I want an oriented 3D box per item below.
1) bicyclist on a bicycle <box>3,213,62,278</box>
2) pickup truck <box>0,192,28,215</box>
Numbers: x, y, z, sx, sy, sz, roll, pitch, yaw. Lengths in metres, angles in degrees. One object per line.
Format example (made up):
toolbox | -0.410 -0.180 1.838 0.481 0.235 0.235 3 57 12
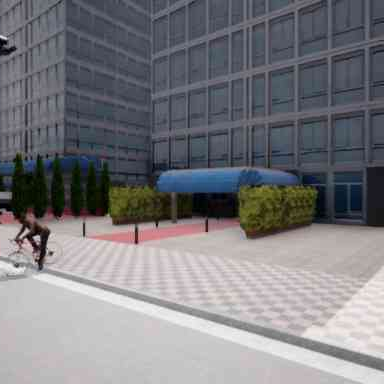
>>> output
bicyclist on a bicycle | -4.327 1.353 8.977 0.582 1.620 1.656 0 9 38
pickup truck | -15.316 1.027 27.938 2.390 2.098 6.274 0 0 -22
